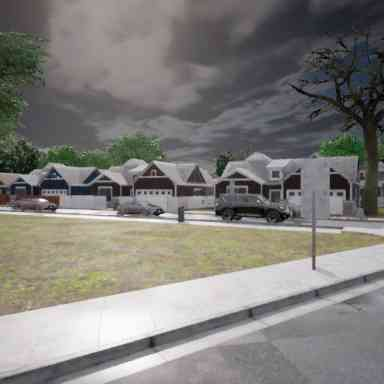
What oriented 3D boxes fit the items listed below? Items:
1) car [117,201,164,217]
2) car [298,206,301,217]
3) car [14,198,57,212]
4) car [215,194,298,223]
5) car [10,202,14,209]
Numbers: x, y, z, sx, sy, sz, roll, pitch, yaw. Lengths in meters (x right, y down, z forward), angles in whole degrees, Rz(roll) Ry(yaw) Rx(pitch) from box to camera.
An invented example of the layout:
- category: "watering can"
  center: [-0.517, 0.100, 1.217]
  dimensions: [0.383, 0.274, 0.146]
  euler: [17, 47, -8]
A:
- category: "car"
  center: [-4.500, 1.442, 29.005]
  dimensions: [4.181, 1.385, 1.994]
  euler: [0, 0, 29]
- category: "car"
  center: [6.492, 1.457, 26.279]
  dimensions: [4.674, 1.442, 1.812]
  euler: [0, 0, 30]
- category: "car"
  center: [-16.286, 1.392, 35.239]
  dimensions: [4.181, 1.385, 1.994]
  euler: [0, 0, 28]
- category: "car"
  center: [4.371, 1.139, 24.027]
  dimensions: [5.566, 2.045, 2.150]
  euler: [0, 0, 30]
- category: "car"
  center: [-20.076, 1.381, 40.450]
  dimensions: [4.181, 1.385, 1.994]
  euler: [0, 0, 28]
